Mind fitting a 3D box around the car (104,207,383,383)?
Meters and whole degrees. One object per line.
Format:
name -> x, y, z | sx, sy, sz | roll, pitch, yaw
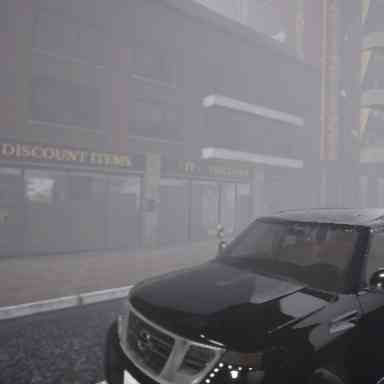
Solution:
car -> 1.756, 1.262, 4.342 | 5.566, 2.045, 2.150 | 1, 0, -36
